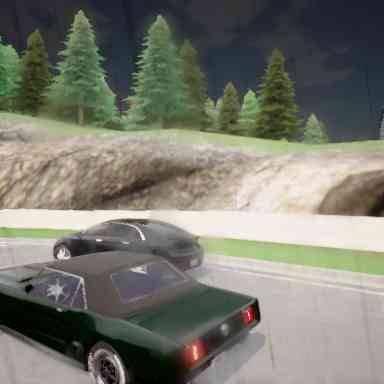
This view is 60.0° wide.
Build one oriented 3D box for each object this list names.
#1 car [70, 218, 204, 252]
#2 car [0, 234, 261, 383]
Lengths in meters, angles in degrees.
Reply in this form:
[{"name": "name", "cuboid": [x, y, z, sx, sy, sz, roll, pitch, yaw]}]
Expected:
[{"name": "car", "cuboid": [-1.982, 1.508, 9.588, 4.892, 1.490, 1.837, 0, 0, 33]}, {"name": "car", "cuboid": [-1.505, 1.602, 5.051, 4.718, 1.301, 1.895, 0, 0, 35]}]
